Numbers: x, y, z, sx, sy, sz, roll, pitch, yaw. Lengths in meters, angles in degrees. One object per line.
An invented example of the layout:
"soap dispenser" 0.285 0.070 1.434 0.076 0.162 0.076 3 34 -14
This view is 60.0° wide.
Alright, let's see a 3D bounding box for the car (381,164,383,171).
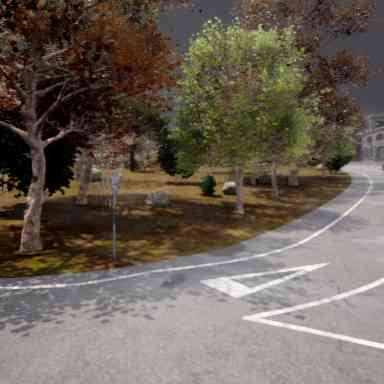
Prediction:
"car" 29.866 -3.883 49.868 2.128 1.511 4.902 1 6 17
